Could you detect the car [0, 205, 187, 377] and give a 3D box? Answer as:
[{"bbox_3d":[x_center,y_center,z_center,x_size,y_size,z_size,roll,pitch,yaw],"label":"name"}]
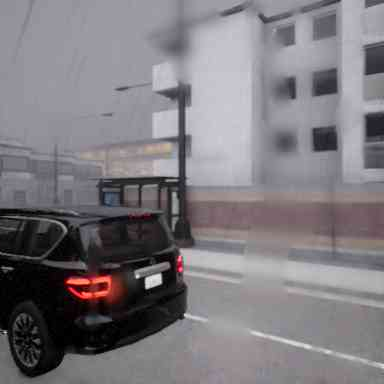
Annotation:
[{"bbox_3d":[-2.681,1.254,5.829,5.566,2.045,2.150,0,0,35],"label":"car"}]
